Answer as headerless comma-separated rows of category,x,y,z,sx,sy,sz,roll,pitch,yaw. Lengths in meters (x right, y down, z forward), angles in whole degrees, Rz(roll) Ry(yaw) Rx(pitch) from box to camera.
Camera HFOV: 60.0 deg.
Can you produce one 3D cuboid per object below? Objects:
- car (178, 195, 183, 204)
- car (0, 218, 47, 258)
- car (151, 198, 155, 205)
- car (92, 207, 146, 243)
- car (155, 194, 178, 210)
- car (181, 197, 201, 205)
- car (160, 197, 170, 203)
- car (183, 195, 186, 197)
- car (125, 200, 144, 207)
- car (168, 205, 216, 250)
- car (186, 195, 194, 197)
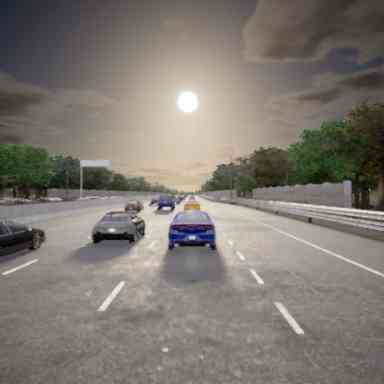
car,-3.480,1.926,71.744,1.994,1.385,4.181,0,0,0
car,-6.999,1.604,11.441,2.033,1.411,5.357,0,0,0
car,-6.980,1.847,65.826,1.837,1.490,4.892,0,0,0
car,-3.494,1.645,16.515,1.994,1.385,4.181,0,0,0
car,-3.489,1.456,46.317,2.150,2.045,5.566,0,0,0
car,0.011,1.671,38.595,1.882,1.535,5.008,0,0,0
car,-6.976,1.986,87.119,2.128,1.511,4.902,0,0,0
car,-3.474,2.001,93.893,1.837,1.490,4.892,0,0,0
car,-6.989,1.729,40.329,1.812,1.442,4.674,0,0,0
car,0.006,1.550,14.806,1.882,1.535,5.008,0,0,0
car,0.025,2.061,87.927,1.895,1.301,4.718,0,0,0
